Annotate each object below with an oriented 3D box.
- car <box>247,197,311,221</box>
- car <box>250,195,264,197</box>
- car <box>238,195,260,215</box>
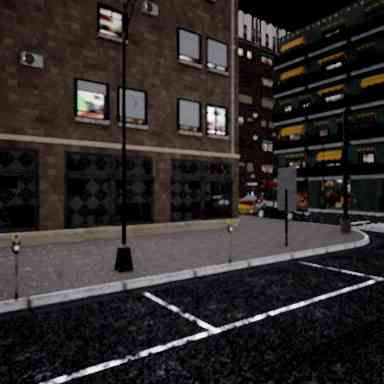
[{"bbox_3d":[6.560,1.308,24.376,2.008,1.369,4.403,1,0,-36],"label":"car"},{"bbox_3d":[6.824,1.037,38.283,1.967,1.590,4.097,1,0,-36],"label":"car"},{"bbox_3d":[3.390,1.207,28.745,1.752,1.417,4.829,1,0,-36],"label":"car"}]
